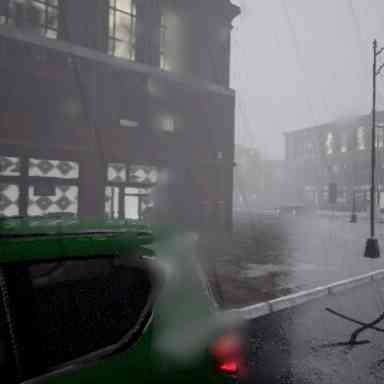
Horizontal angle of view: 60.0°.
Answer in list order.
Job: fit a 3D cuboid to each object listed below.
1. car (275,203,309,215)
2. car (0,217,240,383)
[{"bbox_3d":[11.516,1.908,38.464,2.008,1.369,4.403,2,-1,-28],"label":"car"},{"bbox_3d":[-2.239,1.212,1.488,5.566,2.045,2.150,1,0,-36],"label":"car"}]
